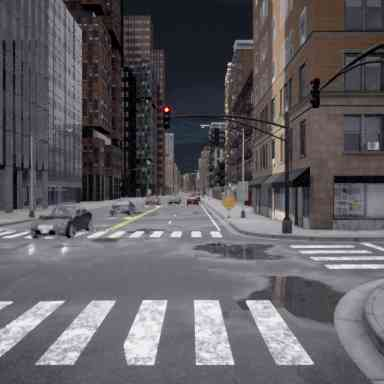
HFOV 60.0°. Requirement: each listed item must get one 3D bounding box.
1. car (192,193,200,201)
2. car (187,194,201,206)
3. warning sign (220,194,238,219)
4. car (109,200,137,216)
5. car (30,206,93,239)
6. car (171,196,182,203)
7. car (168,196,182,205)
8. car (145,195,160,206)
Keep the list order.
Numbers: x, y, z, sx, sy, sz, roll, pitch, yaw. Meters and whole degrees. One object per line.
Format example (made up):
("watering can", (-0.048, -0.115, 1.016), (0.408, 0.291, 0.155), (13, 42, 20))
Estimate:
("car", (0.975, 1.267, 85.682), (2.150, 2.045, 5.566), (0, 0, 0))
("car", (0.100, 1.493, 54.838), (1.882, 1.535, 5.008), (0, 0, 0))
("warning sign", (2.853, 1.118, 25.648), (1.300, 1.860, 1.060), (0, 0, 0))
("car", (-6.601, 1.530, 32.195), (1.812, 1.442, 4.674), (0, 0, 0))
("car", (-6.603, 1.498, 17.362), (2.128, 1.511, 4.902), (0, 0, 0))
("car", (-3.154, 1.573, 69.638), (2.033, 1.411, 5.357), (0, 0, 0))
("car", (-3.151, 1.619, 59.379), (1.895, 1.301, 4.718), (0, 0, 0))
("car", (-6.541, 1.367, 55.581), (2.097, 1.767, 4.553), (0, 0, 0))
